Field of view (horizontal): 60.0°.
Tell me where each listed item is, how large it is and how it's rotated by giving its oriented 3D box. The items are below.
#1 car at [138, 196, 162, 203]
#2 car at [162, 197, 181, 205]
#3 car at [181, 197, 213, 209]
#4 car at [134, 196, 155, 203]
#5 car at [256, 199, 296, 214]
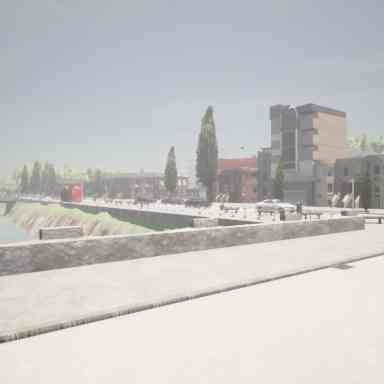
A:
[{"bbox_3d":[-7.993,1.243,59.329,2.128,1.511,4.902,0,0,-36],"label":"car"},{"bbox_3d":[-3.626,1.547,60.287,2.033,1.411,5.357,0,0,-36],"label":"car"},{"bbox_3d":[0.899,1.506,46.771,1.837,1.490,4.892,0,0,-36],"label":"car"},{"bbox_3d":[-9.838,1.546,68.948,2.033,1.411,5.357,0,0,-36],"label":"car"},{"bbox_3d":[8.906,1.526,35.617,1.812,1.442,4.674,0,0,-36],"label":"car"}]
